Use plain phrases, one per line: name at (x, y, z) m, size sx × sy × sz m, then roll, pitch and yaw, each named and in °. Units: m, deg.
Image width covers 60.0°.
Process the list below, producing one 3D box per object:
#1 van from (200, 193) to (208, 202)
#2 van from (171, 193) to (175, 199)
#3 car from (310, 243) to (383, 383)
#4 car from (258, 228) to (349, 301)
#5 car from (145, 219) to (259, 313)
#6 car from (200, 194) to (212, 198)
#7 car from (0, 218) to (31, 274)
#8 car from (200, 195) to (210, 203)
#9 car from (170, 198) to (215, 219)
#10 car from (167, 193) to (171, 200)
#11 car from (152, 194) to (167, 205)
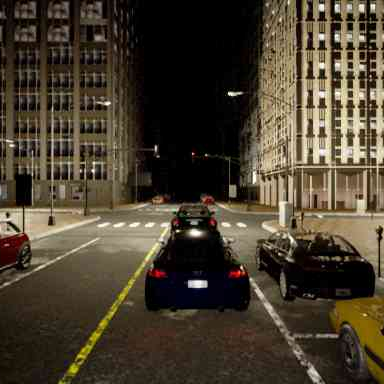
van at (2.655, 1.247, 74.414) m, size 1.690 × 1.788 × 3.998 m, roll 0°, pitch 0°, yaw 0°
van at (-5.728, 1.233, 80.099) m, size 1.690 × 1.788 × 3.998 m, roll 0°, pitch 0°, yaw 0°
car at (2.690, 1.525, 2.603) m, size 1.752 × 1.417 × 4.829 m, roll 0°, pitch 0°, yaw 0°
car at (2.687, 1.549, 8.101) m, size 2.008 × 1.369 × 4.403 m, roll 0°, pitch 0°, yaw 0°
car at (0.098, 1.562, 7.757) m, size 1.994 × 1.385 × 4.181 m, roll 0°, pitch 0°, yaw 0°
car at (2.758, 1.386, 57.361) m, size 1.967 × 1.590 × 4.097 m, roll 0°, pitch 0°, yaw 0°
car at (-5.693, 1.438, 8.095) m, size 1.967 × 1.590 × 4.097 m, roll 0°, pitch 0°, yaw 0°
car at (2.657, 1.360, 68.729) m, size 1.967 × 1.590 × 4.097 m, roll 0°, pitch 0°, yaw 0°
car at (0.090, 1.346, 16.390) m, size 2.097 × 1.767 × 4.553 m, roll 0°, pitch 0°, yaw 0°
car at (-5.749, 1.248, 63.044) m, size 2.192 × 1.841 × 5.009 m, roll 0°, pitch 0°, yaw 0°
car at (-5.813, 1.386, 57.358) m, size 1.967 × 1.590 × 4.097 m, roll 0°, pitch 0°, yaw 0°
